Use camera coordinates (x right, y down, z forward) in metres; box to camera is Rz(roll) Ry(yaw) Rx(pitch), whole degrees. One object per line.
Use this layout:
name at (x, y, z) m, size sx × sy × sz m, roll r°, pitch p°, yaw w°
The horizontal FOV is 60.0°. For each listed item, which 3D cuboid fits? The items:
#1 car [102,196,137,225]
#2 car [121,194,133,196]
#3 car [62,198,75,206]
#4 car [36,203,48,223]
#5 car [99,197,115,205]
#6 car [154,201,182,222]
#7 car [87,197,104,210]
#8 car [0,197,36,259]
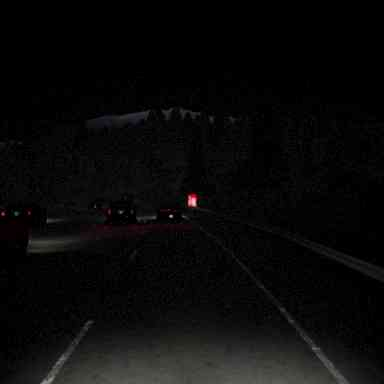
car at (-5.280, 1.427, 25.128) m, size 2.097 × 1.767 × 4.553 m, roll -1°, pitch 0°, yaw -9°
car at (-12.582, 1.398, 63.889) m, size 2.150 × 2.045 × 5.566 m, roll 0°, pitch 0°, yaw -23°
car at (-22.598, 1.852, 60.874) m, size 1.812 × 1.442 × 4.674 m, roll 0°, pitch 0°, yaw -24°
car at (-12.224, 1.530, 24.587) m, size 2.097 × 1.767 × 4.553 m, roll -1°, pitch 0°, yaw -10°
car at (-16.422, 1.724, 63.955) m, size 2.128 × 1.511 × 4.902 m, roll -1°, pitch 0°, yaw -24°
car at (-1.907, 1.529, 26.799) m, size 1.837 × 1.490 × 4.892 m, roll 0°, pitch 0°, yaw -9°
car at (-13.951, 1.705, 47.590) m, size 1.837 × 1.490 × 4.892 m, roll 1°, pitch 0°, yaw -18°
car at (-6.875, 1.322, 9.796) m, size 2.150 × 2.045 × 5.566 m, roll 0°, pitch 0°, yaw -5°
